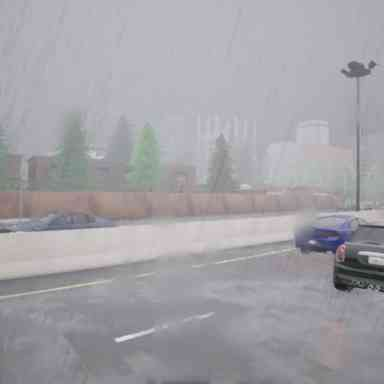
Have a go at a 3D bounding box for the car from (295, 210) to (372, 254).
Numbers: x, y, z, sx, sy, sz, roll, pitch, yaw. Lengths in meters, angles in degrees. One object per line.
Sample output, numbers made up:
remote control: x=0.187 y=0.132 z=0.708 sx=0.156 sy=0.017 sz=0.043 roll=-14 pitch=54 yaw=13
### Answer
car: x=6.139 y=1.674 z=13.496 sx=5.008 sy=1.535 sz=1.882 roll=1 pitch=-1 yaw=-41

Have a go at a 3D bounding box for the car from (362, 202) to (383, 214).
car: x=24.936 y=2.147 z=45.067 sx=4.181 sy=1.385 sz=1.994 roll=1 pitch=-1 yaw=-43

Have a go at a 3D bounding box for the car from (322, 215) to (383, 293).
car: x=5.478 y=1.483 z=8.332 sx=4.553 sy=1.767 sz=2.097 roll=1 pitch=-1 yaw=-40

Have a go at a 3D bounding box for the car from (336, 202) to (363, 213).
car: x=22.567 y=2.166 z=47.643 sx=4.181 sy=1.385 sz=1.994 roll=1 pitch=-1 yaw=-43

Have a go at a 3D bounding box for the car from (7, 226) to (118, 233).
car: x=-6.438 y=1.717 z=16.780 sx=5.357 sy=1.411 sz=2.033 roll=1 pitch=-1 yaw=-39
